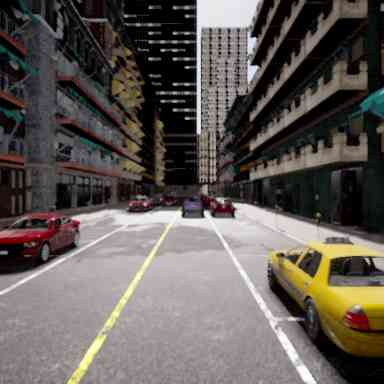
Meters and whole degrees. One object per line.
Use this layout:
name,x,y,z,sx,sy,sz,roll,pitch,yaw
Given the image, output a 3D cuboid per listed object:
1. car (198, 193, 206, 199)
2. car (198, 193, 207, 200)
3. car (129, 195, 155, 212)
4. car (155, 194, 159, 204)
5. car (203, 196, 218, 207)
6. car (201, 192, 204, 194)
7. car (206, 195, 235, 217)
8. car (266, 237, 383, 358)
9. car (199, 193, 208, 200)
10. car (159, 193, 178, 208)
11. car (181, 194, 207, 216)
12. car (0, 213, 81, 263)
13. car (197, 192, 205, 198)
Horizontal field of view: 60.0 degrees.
car,2.532,1.023,85.630,1.887,1.381,4.507,0,0,0
car,2.535,1.048,79.940,1.887,1.381,4.507,0,0,0
car,-5.324,1.199,34.412,1.967,1.590,4.097,0,0,0
car,-5.331,1.094,51.482,1.967,1.590,4.097,0,0,0
car,2.550,1.270,45.804,1.802,1.307,4.206,0,0,0
car,2.545,1.203,57.182,1.802,1.307,4.206,0,0,0
car,2.559,1.236,28.734,1.967,1.590,4.097,0,0,0
car,2.569,1.479,6.147,1.752,1.417,4.829,0,0,0
car,2.538,1.055,74.422,1.752,1.417,4.829,0,0,0
car,-2.852,1.231,43.029,1.812,1.442,4.674,0,0,0
car,0.081,1.220,29.379,2.033,1.649,4.856,0,0,0
car,-5.314,1.459,11.654,1.887,1.381,4.507,0,0,0
car,2.530,0.895,91.319,1.967,1.590,4.097,0,0,0
